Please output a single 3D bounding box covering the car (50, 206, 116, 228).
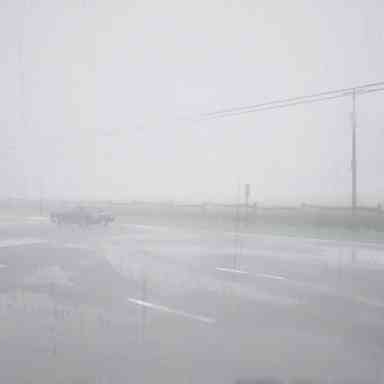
[{"bbox_3d":[-7.341,1.599,22.094,4.718,1.301,1.895,0,0,35],"label":"car"}]
